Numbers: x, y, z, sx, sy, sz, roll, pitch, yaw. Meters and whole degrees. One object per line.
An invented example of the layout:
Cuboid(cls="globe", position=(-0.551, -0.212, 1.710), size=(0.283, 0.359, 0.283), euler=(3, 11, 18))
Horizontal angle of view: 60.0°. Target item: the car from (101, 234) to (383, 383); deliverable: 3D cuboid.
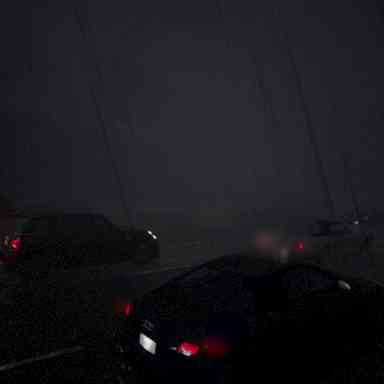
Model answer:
Cuboid(cls="car", position=(1.133, 1.586, 4.736), size=(4.181, 1.385, 1.994), euler=(0, 0, -37))

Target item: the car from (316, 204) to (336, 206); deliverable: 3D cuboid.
Cuboid(cls="car", position=(18.038, 1.770, 44.496), size=(2.033, 1.411, 5.357), euler=(0, 0, 41))

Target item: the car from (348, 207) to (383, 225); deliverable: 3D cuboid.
Cuboid(cls="car", position=(12.352, 1.724, 23.203), size=(4.718, 1.301, 1.895), euler=(0, 0, -43))

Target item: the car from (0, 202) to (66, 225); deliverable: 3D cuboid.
Cuboid(cls="car", position=(-12.421, 1.574, 25.420), size=(4.892, 1.490, 1.837), euler=(0, 0, -38))

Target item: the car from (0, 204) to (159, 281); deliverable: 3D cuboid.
Cuboid(cls="car", position=(-3.251, 1.384, 10.195), size=(4.553, 1.767, 2.097), euler=(0, 0, -36))

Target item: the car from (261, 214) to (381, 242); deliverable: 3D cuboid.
Cuboid(cls="car", position=(4.632, 1.660, 11.856), size=(4.718, 1.301, 1.895), euler=(0, 0, -39))

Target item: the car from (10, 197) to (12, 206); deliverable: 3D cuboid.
Cuboid(cls="car", position=(-11.893, 1.259, 17.066), size=(5.566, 2.045, 2.150), euler=(0, 0, -36))
